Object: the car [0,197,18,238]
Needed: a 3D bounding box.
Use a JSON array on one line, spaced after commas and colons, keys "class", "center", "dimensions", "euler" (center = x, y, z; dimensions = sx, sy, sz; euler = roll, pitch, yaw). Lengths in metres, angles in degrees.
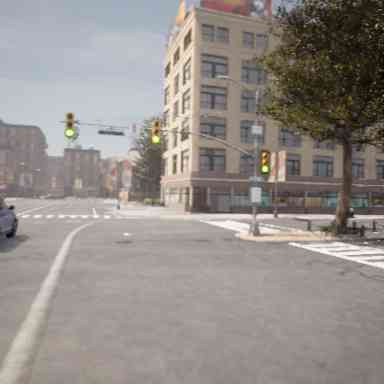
[{"class": "car", "center": [-8.968, 1.130, 13.970], "dimensions": [2.150, 2.045, 5.566], "euler": [1, -1, -17]}]
